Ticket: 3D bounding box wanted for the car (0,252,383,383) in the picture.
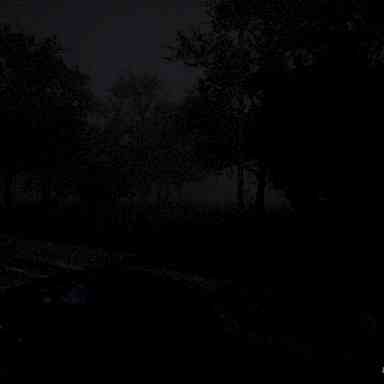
[{"bbox_3d":[-0.420,1.549,4.291,5.357,1.411,2.033,0,0,36],"label":"car"}]
